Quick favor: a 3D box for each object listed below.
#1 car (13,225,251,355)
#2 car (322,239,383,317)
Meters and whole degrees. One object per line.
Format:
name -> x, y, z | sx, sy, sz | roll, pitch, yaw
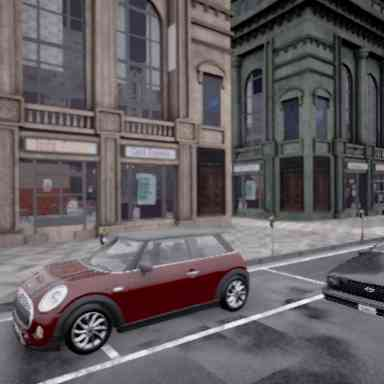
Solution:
car -> -0.918, 1.426, 5.999 | 4.097, 1.590, 1.967 | 0, 0, -36
car -> 5.013, 1.504, 6.959 | 5.357, 1.411, 2.033 | 0, 0, -36
